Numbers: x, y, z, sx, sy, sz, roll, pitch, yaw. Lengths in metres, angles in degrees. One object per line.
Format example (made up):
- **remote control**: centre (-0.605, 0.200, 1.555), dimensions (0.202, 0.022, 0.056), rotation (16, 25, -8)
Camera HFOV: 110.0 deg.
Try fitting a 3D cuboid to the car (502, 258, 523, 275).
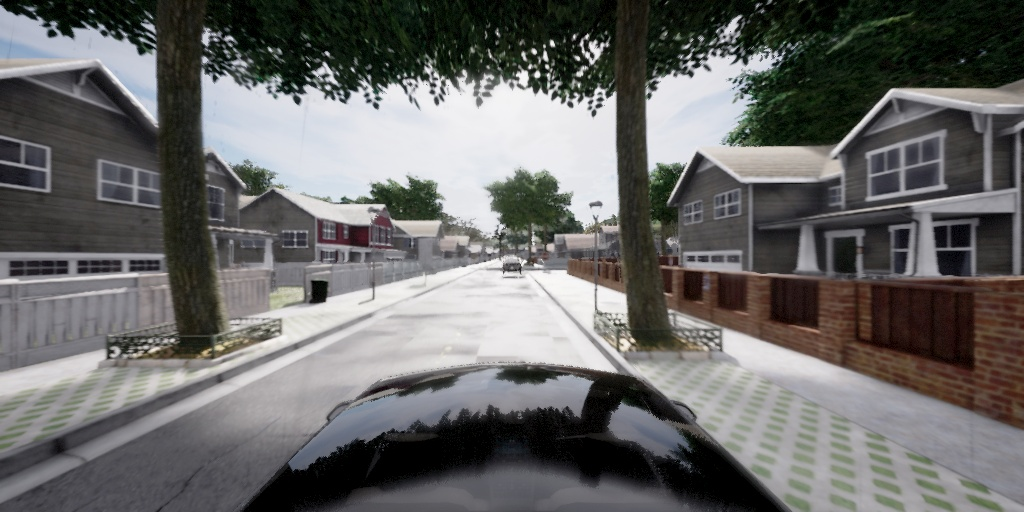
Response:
- **car**: centre (0.011, 0.954, 35.242), dimensions (1.882, 1.535, 5.008), rotation (0, 0, 0)
